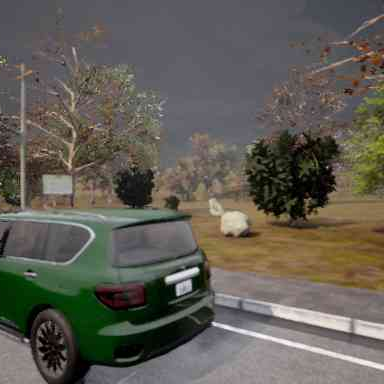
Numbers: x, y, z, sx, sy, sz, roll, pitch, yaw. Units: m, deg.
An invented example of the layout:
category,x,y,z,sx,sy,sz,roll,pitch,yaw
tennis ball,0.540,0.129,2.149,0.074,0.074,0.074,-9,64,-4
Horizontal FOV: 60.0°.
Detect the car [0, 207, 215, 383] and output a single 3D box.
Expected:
category,x,y,z,sx,sy,sz,roll,pitch,yaw
car,-2.284,1.282,5.618,5.566,2.045,2.150,-1,0,35
